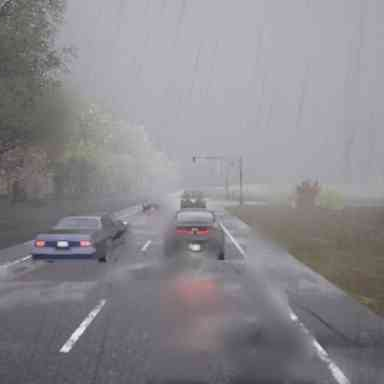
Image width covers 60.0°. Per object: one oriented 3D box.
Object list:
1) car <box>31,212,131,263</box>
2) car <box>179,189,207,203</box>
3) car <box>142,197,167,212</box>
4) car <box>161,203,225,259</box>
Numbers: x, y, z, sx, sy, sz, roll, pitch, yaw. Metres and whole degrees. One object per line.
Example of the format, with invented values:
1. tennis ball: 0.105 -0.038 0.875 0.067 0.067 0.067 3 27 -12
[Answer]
1. car: -3.400 1.379 11.250 2.033 1.411 5.357 0 1 0
2. car: 0.099 0.793 28.618 2.150 2.045 5.566 0 1 0
3. car: -3.402 1.136 30.948 1.895 1.301 4.718 0 1 0
4. car: 0.098 1.324 11.726 1.837 1.490 4.892 0 0 0
